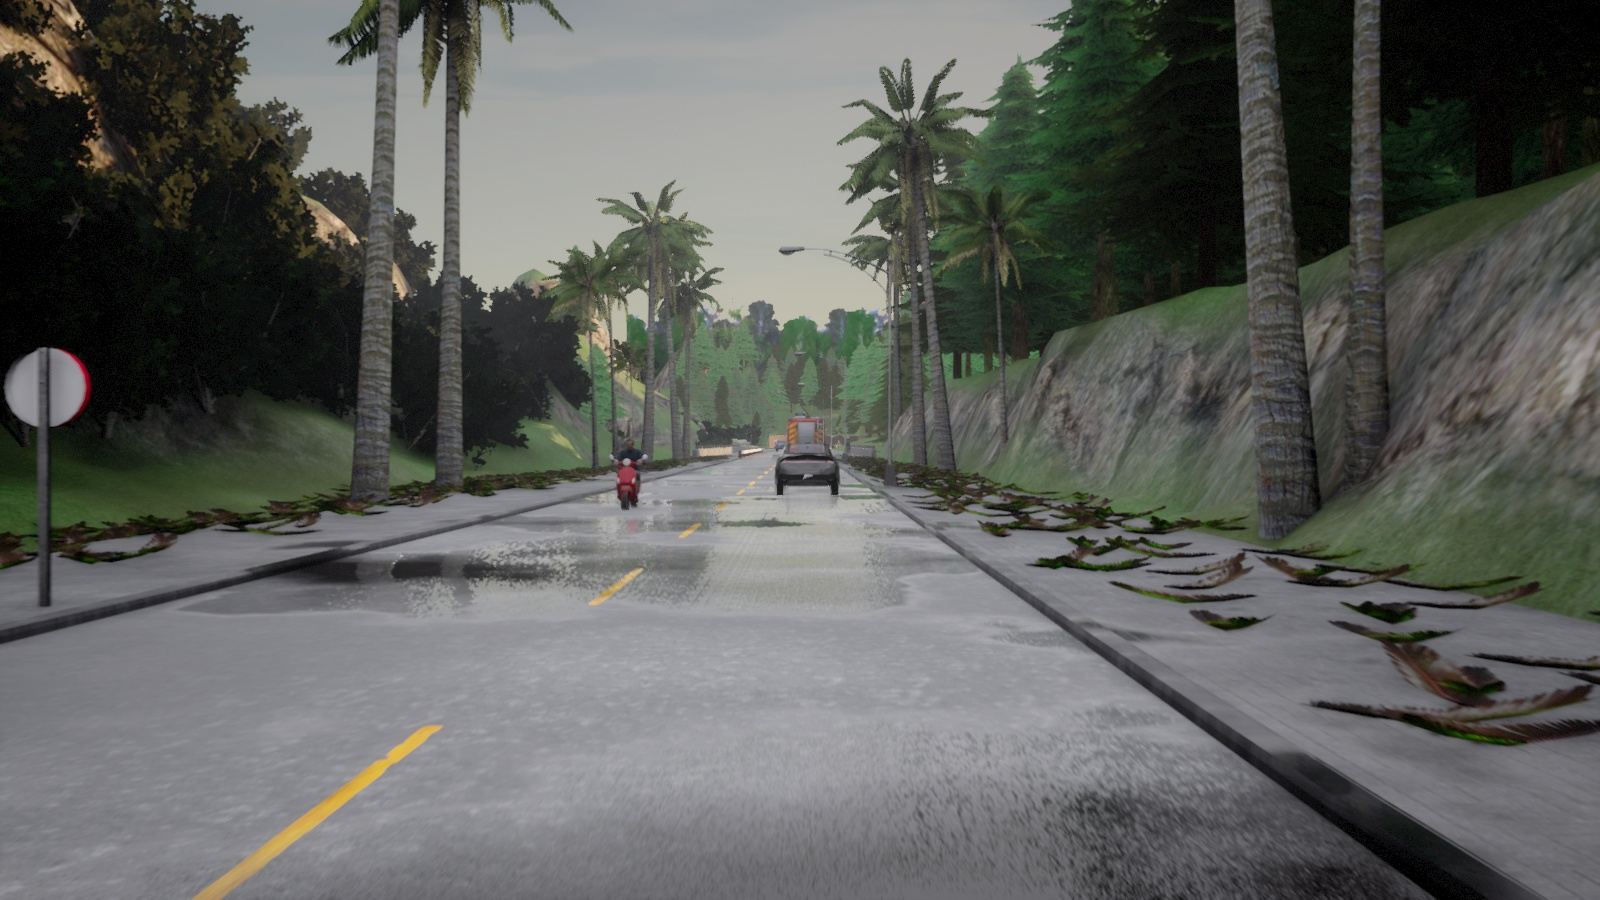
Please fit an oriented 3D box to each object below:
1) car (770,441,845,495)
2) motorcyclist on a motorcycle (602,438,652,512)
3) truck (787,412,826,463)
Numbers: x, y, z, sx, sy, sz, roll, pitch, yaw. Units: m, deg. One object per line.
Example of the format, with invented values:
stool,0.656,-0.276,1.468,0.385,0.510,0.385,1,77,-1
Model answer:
car,0.222,0.489,37.871,2.128,1.511,4.902,0,0,0
motorcyclist on a motorcycle,-3.832,0.539,27.972,0.866,1.590,1.817,0,0,0
truck,0.481,-0.969,97.707,2.891,3.827,8.468,0,0,0
